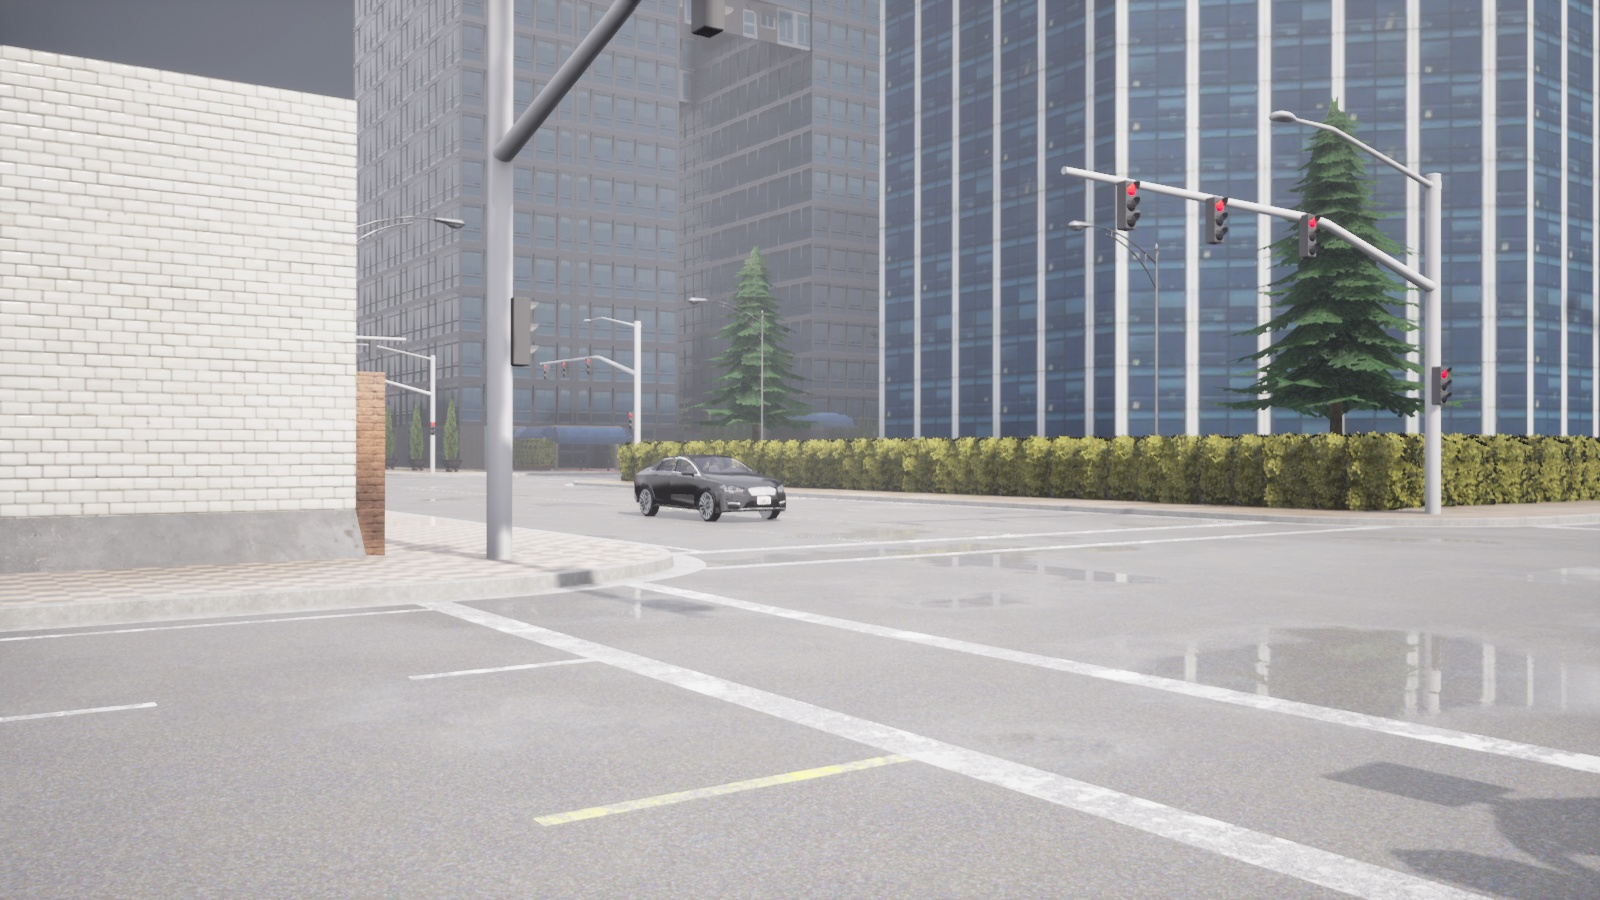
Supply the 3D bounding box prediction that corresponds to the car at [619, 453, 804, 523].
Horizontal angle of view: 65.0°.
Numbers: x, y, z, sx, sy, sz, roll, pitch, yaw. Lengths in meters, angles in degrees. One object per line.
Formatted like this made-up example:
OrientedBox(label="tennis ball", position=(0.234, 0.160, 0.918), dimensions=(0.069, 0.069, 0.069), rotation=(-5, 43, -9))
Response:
OrientedBox(label="car", position=(-2.194, 0.829, 29.697), dimensions=(2.128, 1.511, 4.902), rotation=(0, 0, -35))
